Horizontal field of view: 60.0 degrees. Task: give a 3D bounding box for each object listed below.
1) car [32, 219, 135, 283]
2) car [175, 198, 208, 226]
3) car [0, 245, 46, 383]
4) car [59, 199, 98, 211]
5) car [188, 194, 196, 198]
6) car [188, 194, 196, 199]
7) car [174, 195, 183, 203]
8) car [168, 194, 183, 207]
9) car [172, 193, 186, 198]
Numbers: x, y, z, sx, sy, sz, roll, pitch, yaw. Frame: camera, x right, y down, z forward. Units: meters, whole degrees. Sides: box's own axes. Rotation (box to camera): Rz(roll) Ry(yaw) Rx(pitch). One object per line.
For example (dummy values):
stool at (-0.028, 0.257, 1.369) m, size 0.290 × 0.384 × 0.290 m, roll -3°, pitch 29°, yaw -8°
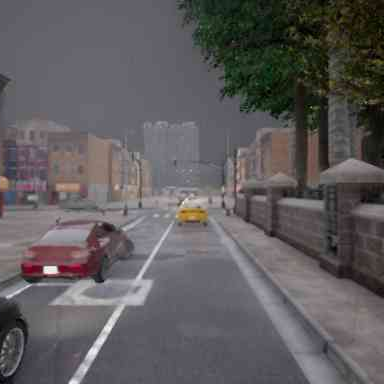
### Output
car at (-3.020, 1.493, 9.404) m, size 1.812 × 1.442 × 4.674 m, roll 0°, pitch 0°, yaw 0°
car at (0.053, 1.401, 22.863) m, size 1.882 × 1.535 × 5.008 m, roll 0°, pitch 0°, yaw 0°
car at (-3.022, 1.517, 2.404) m, size 1.812 × 1.442 × 4.674 m, roll 0°, pitch 0°, yaw 0°
car at (-12.852, 1.449, 37.788) m, size 4.181 × 1.385 × 1.994 m, roll 0°, pitch 0°, yaw -2°
car at (0.026, 1.342, 80.339) m, size 1.895 × 1.301 × 4.718 m, roll 0°, pitch 0°, yaw 0°
car at (0.030, 1.129, 90.314) m, size 1.994 × 1.385 × 4.181 m, roll 0°, pitch 0°, yaw 0°
car at (-2.618, 1.320, 65.527) m, size 1.752 × 1.417 × 4.829 m, roll 0°, pitch 0°, yaw 0°
car at (-2.623, 1.367, 49.171) m, size 1.752 × 1.417 × 4.829 m, roll 0°, pitch 0°, yaw 0°
car at (-2.622, 1.140, 54.792) m, size 2.192 × 1.841 × 5.009 m, roll 0°, pitch 0°, yaw 0°
